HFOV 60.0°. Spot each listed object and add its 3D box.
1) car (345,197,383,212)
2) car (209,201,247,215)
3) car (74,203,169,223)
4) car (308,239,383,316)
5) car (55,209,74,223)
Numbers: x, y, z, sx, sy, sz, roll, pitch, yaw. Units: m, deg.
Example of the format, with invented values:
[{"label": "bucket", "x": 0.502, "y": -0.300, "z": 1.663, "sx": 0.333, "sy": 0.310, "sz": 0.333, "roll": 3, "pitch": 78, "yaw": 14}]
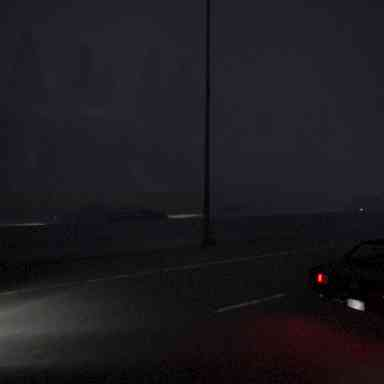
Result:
[{"label": "car", "x": 20.500, "y": 1.577, "z": 39.387, "sx": 5.566, "sy": 2.045, "sz": 2.150, "roll": 1, "pitch": -1, "yaw": -35}, {"label": "car", "x": 3.846, "y": 1.696, "z": 36.367, "sx": 4.902, "sy": 1.511, "sz": 2.128, "roll": 1, "pitch": 0, "yaw": -34}, {"label": "car", "x": -3.627, "y": 1.551, "z": 18.516, "sx": 4.902, "sy": 1.511, "sz": 2.128, "roll": 1, "pitch": 0, "yaw": -35}, {"label": "car", "x": 4.654, "y": 1.671, "z": 6.989, "sx": 4.718, "sy": 1.301, "sz": 1.895, "roll": 1, "pitch": 0, "yaw": -35}, {"label": "car", "x": -7.444, "y": 1.562, "z": 24.393, "sx": 4.892, "sy": 1.490, "sz": 1.837, "roll": 1, "pitch": 0, "yaw": -35}]
